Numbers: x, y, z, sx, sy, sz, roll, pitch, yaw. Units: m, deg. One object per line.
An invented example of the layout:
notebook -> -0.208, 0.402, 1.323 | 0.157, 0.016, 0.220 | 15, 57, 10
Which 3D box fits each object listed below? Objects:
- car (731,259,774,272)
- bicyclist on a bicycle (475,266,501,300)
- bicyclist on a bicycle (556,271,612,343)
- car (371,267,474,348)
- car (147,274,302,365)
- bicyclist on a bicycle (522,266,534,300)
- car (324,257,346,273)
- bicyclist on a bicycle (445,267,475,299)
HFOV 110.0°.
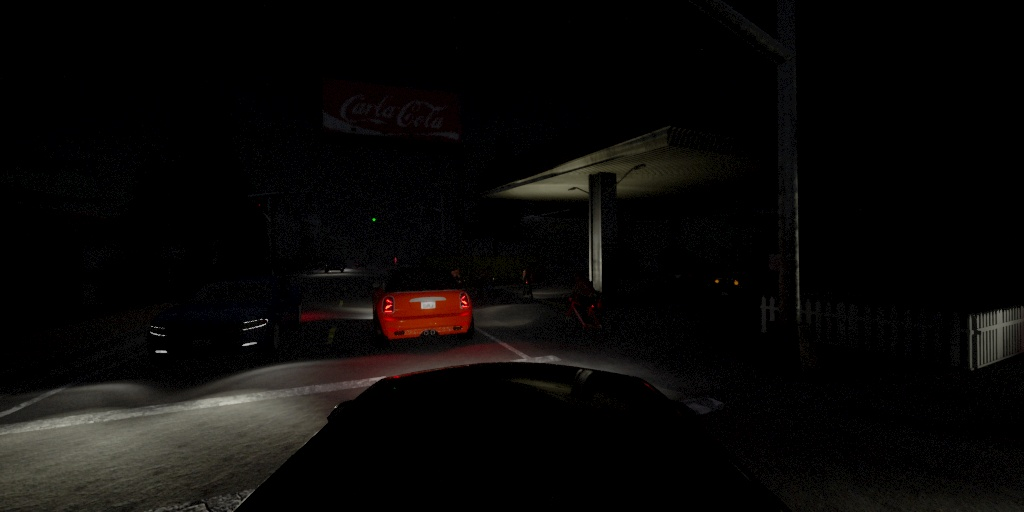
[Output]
car -> 33.877, 1.157, 50.573 | 5.357, 1.411, 2.033 | -1, 0, -24
bicyclist on a bicycle -> -1.309, 1.342, 17.756 | 1.656, 1.620, 0.582 | 0, 0, -21
bicyclist on a bicycle -> 1.709, 1.199, 8.660 | 0.582, 1.620, 1.656 | 3, -2, -42
car -> -2.539, 1.056, 9.447 | 2.097, 1.767, 4.553 | -1, 0, -22
car -> -6.253, 1.216, 8.379 | 1.882, 1.535, 5.008 | -1, 0, -23
bicyclist on a bicycle -> 0.800, 1.330, 17.870 | 0.582, 1.620, 1.656 | -1, 0, 16
car -> -23.680, 1.200, 47.821 | 2.150, 2.045, 5.566 | -1, 0, -25
bicyclist on a bicycle -> -2.617, 1.316, 16.374 | 1.656, 1.620, 0.582 | 1, 0, 37
